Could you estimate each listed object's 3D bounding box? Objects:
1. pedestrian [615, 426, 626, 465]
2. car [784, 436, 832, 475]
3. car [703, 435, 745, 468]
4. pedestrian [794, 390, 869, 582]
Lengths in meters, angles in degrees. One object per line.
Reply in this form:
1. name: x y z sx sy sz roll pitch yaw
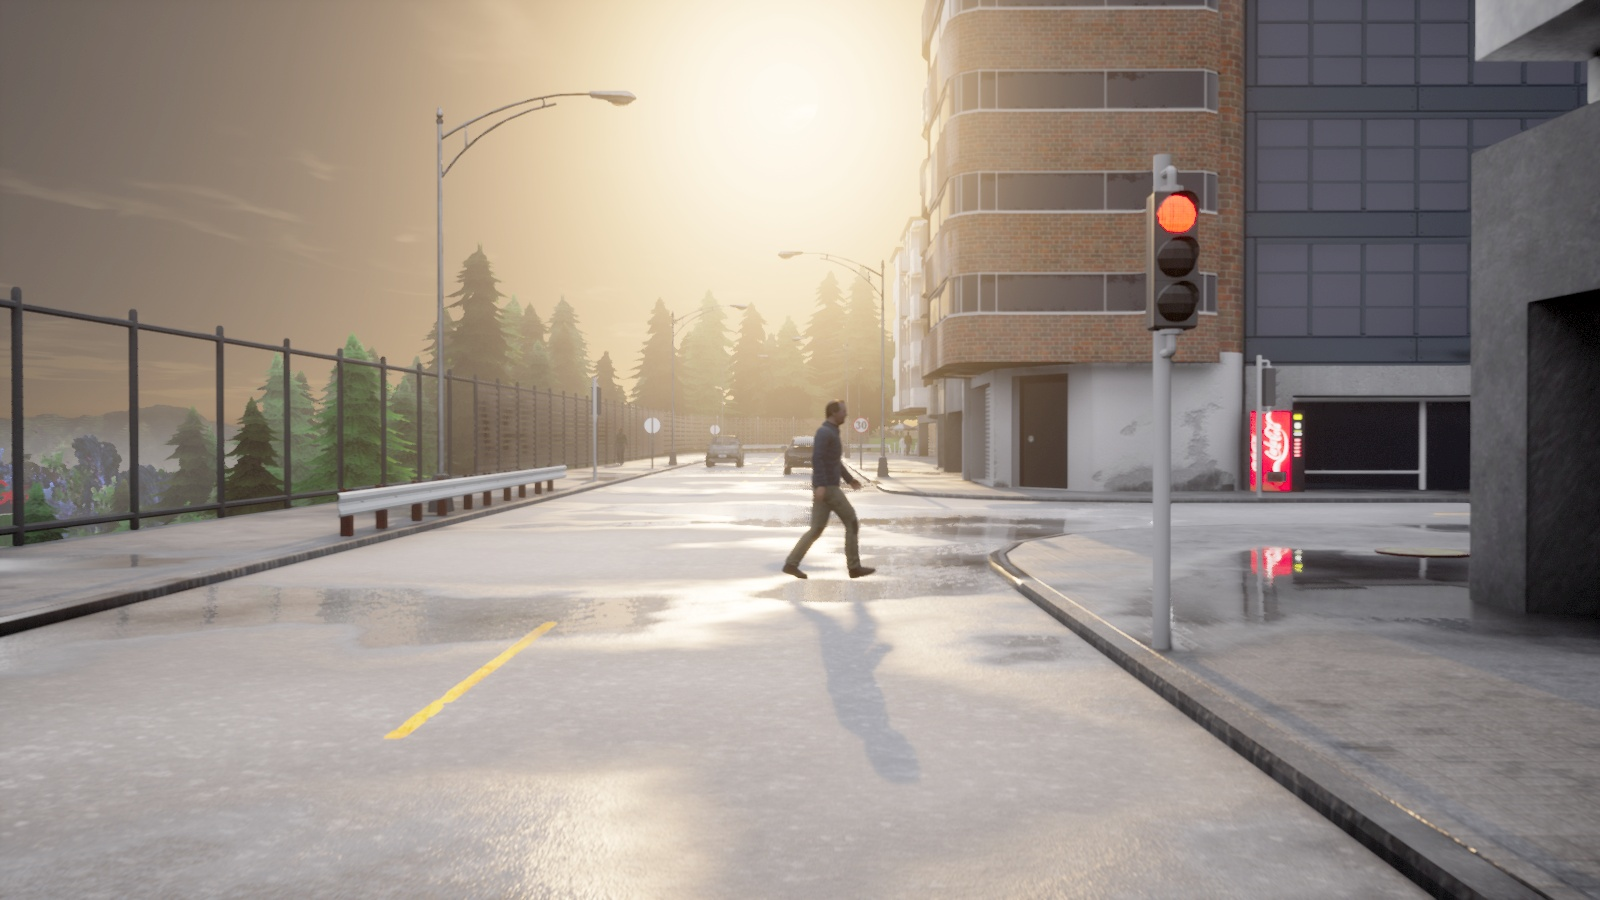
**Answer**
1. pedestrian: -8.656 -0.208 60.499 0.353 1.847 0.614 0 1 11
2. car: 0.310 0.200 50.728 1.837 1.490 4.892 0 1 0
3. car: -3.630 0.061 60.781 1.789 1.549 3.705 0 1 0
4. pedestrian: 0.303 0.345 12.282 0.726 1.842 0.402 0 1 0
